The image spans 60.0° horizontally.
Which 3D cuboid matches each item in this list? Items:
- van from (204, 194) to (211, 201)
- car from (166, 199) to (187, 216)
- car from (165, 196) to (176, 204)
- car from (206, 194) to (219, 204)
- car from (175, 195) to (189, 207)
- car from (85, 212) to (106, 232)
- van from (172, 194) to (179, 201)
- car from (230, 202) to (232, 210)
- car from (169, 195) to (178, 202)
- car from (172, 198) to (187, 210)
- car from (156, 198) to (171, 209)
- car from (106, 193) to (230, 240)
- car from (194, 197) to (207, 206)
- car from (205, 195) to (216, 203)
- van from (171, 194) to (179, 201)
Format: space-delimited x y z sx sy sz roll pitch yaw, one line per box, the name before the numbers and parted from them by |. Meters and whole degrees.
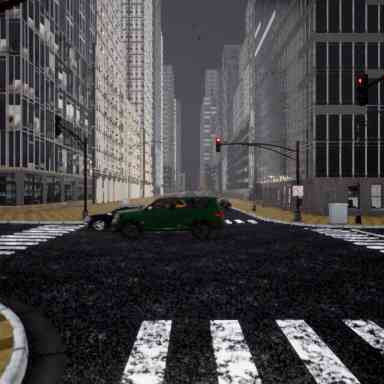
van | 3.743 1.320 80.515 1.690 1.788 3.998 0 0 0
car | -1.487 1.494 33.325 1.882 1.535 5.008 0 0 0
car | -4.073 1.563 63.901 1.947 1.339 4.313 0 0 0
car | 3.807 1.312 63.931 2.192 1.841 5.009 0 0 0
car | -1.555 1.359 53.395 2.097 1.767 4.553 0 0 0
car | -3.829 1.522 19.759 4.892 1.490 1.837 0 0 -3
van | -4.158 1.314 86.012 1.690 1.788 3.998 0 0 0
car | 3.942 1.579 41.823 1.947 1.339 4.313 0 0 0
car | -4.116 1.426 74.957 1.967 1.590 4.097 0 0 0
car | -1.520 1.538 43.213 1.812 1.442 4.674 0 0 0
car | -4.009 1.592 47.319 1.802 1.307 4.206 0 0 0
car | -1.149 1.232 16.626 5.566 2.045 2.150 0 0 -2
car | 1.373 1.552 56.000 2.033 1.411 5.357 0 0 0
car | 3.786 1.432 69.460 1.967 1.590 4.097 0 0 0
van | -4.137 1.320 80.484 1.690 1.788 3.998 0 0 0
